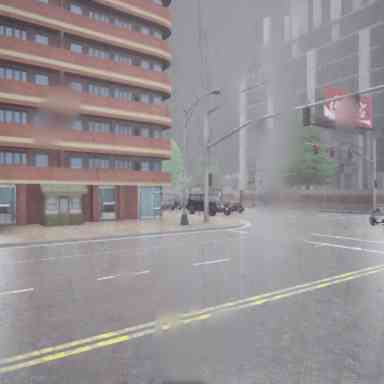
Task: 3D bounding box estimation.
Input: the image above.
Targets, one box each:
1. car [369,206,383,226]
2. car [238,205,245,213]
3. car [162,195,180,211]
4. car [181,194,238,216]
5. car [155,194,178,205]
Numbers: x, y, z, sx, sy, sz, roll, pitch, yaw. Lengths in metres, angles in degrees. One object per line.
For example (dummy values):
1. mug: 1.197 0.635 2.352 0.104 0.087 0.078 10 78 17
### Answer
1. car: 13.555 1.491 21.865 4.902 1.511 2.128 0 0 -35
2. car: 3.553 1.601 36.174 1.895 1.301 4.718 0 0 -35
3. car: -3.900 1.352 40.724 2.097 1.767 4.553 0 0 -35
4. car: 1.629 1.222 32.816 2.150 2.045 5.566 0 0 -35
5. car: -4.610 1.353 60.405 2.097 1.767 4.553 0 0 -35
